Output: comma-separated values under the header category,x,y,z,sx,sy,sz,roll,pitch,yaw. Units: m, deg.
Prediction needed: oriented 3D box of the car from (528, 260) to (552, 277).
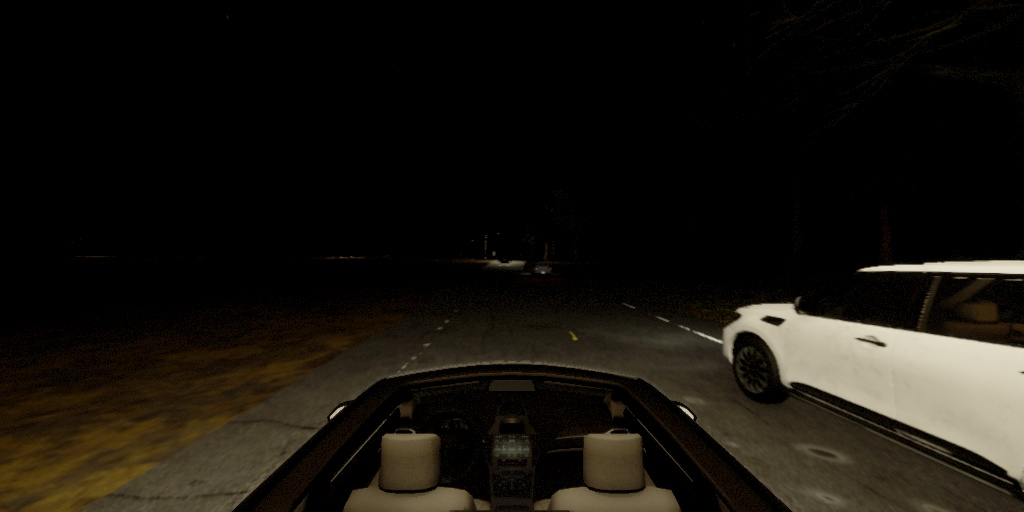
category,x,y,z,sx,sy,sz,roll,pitch,yaw
car,2.832,1.273,35.142,1.812,1.442,4.674,1,0,-1

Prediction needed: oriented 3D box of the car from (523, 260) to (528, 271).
category,x,y,z,sx,sy,sz,roll,pitch,yaw
car,2.518,1.193,46.477,1.812,1.442,4.674,1,1,-1

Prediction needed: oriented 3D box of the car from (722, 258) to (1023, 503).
category,x,y,z,sx,sy,sz,roll,pitch,yaw
car,4.483,1.041,3.365,2.150,2.045,5.566,1,0,-1
